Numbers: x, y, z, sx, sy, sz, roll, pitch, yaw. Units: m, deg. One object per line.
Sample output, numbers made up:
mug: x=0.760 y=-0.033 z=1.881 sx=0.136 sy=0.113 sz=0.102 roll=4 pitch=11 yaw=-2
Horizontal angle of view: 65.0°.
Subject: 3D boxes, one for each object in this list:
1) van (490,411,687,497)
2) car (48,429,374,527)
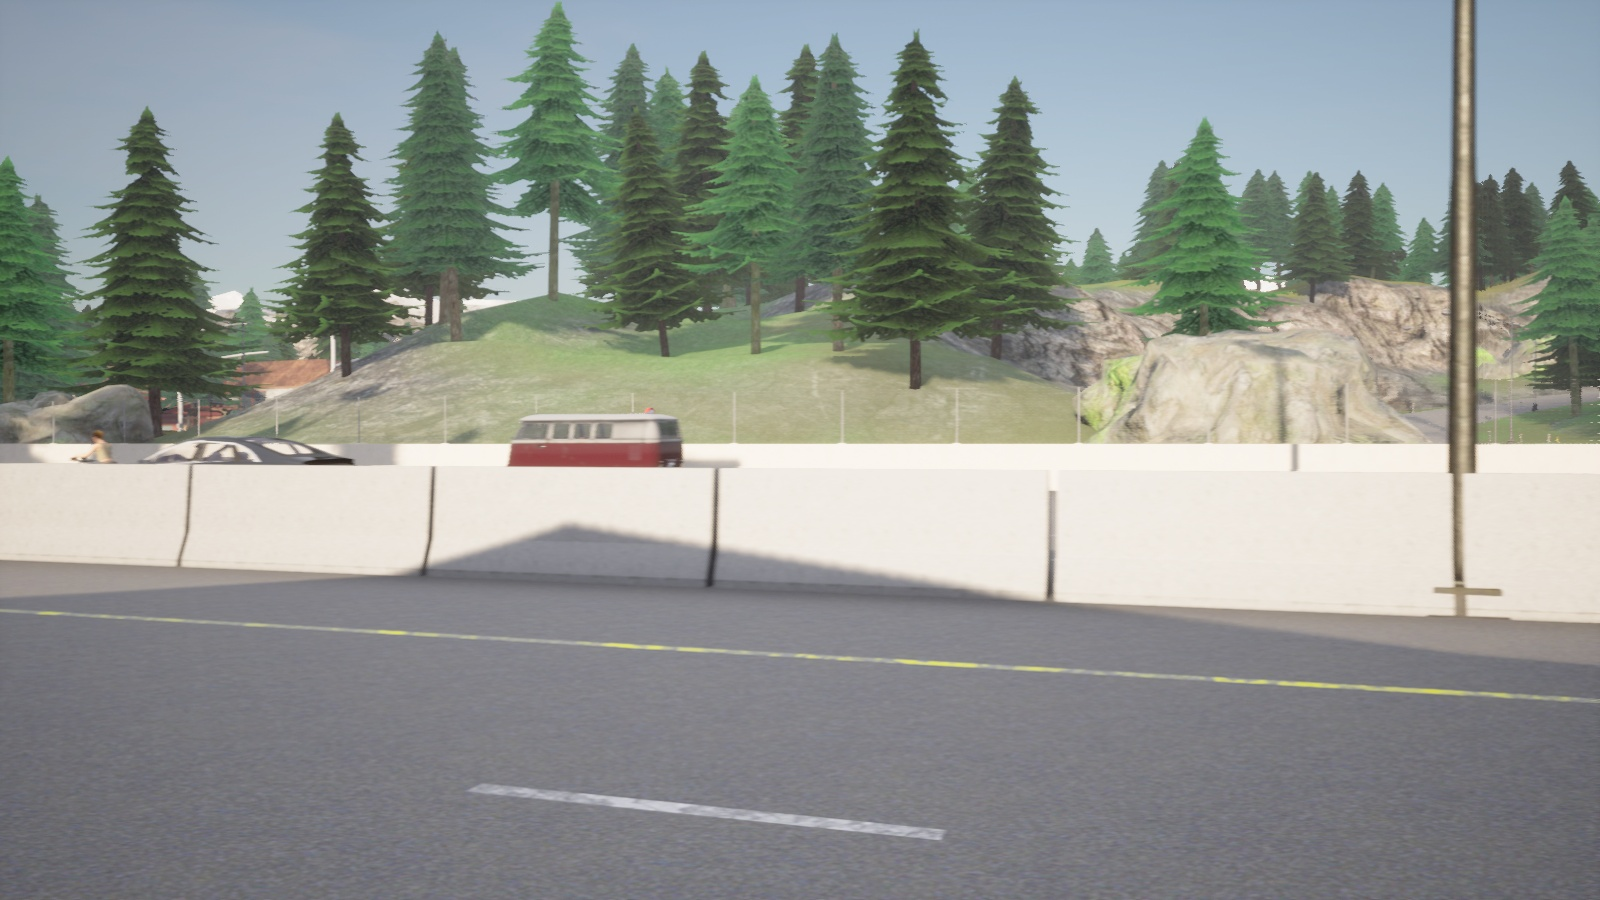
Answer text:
van: x=-5.164 y=0.066 z=30.774 sx=4.442 sy=1.987 sz=1.775 roll=0 pitch=1 yaw=19
car: x=-9.966 y=0.404 z=21.315 sx=4.902 sy=1.511 sz=2.128 roll=1 pitch=1 yaw=19
